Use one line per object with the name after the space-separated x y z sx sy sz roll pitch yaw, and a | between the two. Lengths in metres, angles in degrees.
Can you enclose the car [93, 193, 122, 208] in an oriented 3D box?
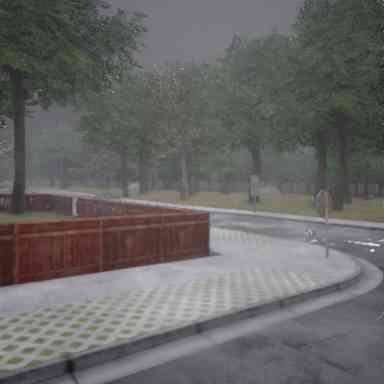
-9.322 0.827 36.430 2.128 1.511 4.902 -2 3 -35 | car
